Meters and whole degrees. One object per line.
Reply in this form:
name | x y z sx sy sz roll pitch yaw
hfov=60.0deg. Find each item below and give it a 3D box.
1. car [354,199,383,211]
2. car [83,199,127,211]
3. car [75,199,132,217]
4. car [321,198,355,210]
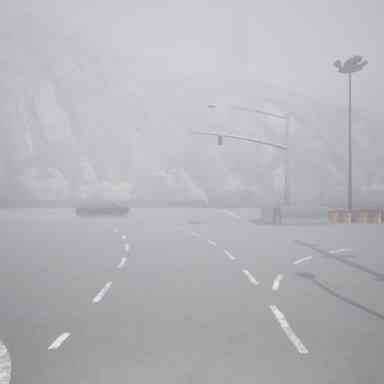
car | 17.772 1.501 30.679 4.181 1.385 1.994 0 0 -3
car | -10.329 1.510 39.726 4.718 1.301 1.895 0 0 -3
car | -7.801 1.535 29.342 4.718 1.301 1.895 0 0 -3
car | 18.883 1.463 41.247 5.357 1.411 2.033 0 0 -3
